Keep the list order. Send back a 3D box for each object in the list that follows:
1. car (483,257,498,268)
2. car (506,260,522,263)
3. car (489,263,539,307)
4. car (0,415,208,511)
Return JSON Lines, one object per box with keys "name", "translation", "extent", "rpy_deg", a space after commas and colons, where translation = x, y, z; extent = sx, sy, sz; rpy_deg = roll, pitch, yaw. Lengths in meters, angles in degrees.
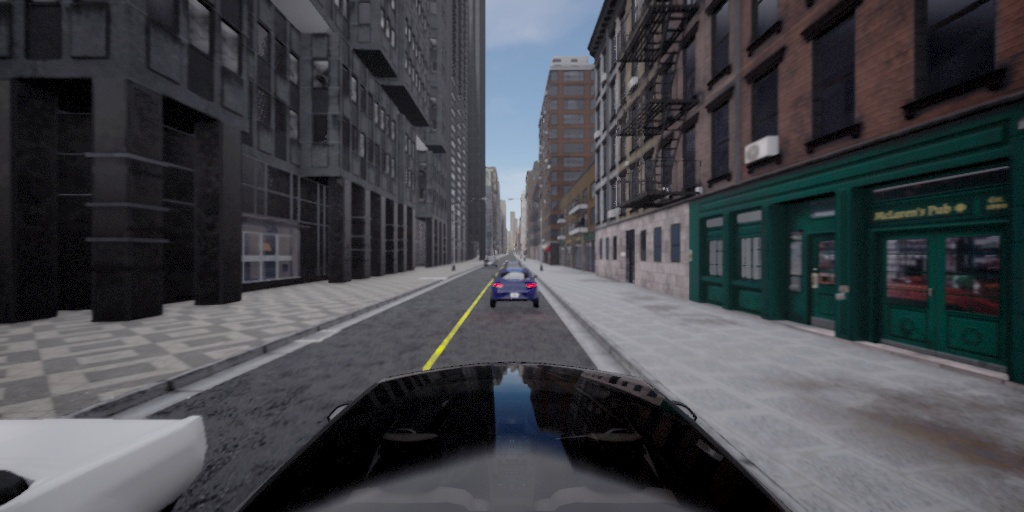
{"name": "car", "translation": [-3.034, 0.874, 51.691], "extent": [2.128, 1.511, 4.902], "rpy_deg": [0, 0, 1]}
{"name": "car", "translation": [0.103, 1.086, 32.768], "extent": [1.994, 1.385, 4.181], "rpy_deg": [0, 0, 0]}
{"name": "car", "translation": [0.101, 1.181, 14.720], "extent": [1.812, 1.442, 4.674], "rpy_deg": [0, 0, 0]}
{"name": "car", "translation": [-3.100, 1.361, 0.281], "extent": [1.895, 1.301, 4.718], "rpy_deg": [0, 0, 0]}
